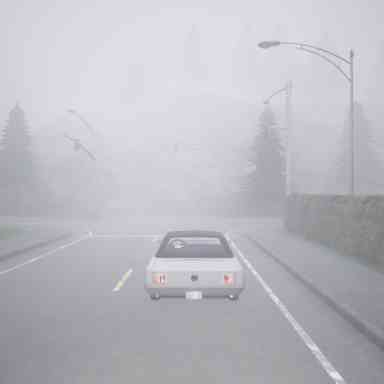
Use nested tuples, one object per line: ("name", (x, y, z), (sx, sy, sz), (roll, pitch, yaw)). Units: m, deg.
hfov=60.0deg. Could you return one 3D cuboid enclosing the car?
("car", (0.062, 1.601, 8.310), (1.895, 1.301, 4.718), (0, 0, 0))
